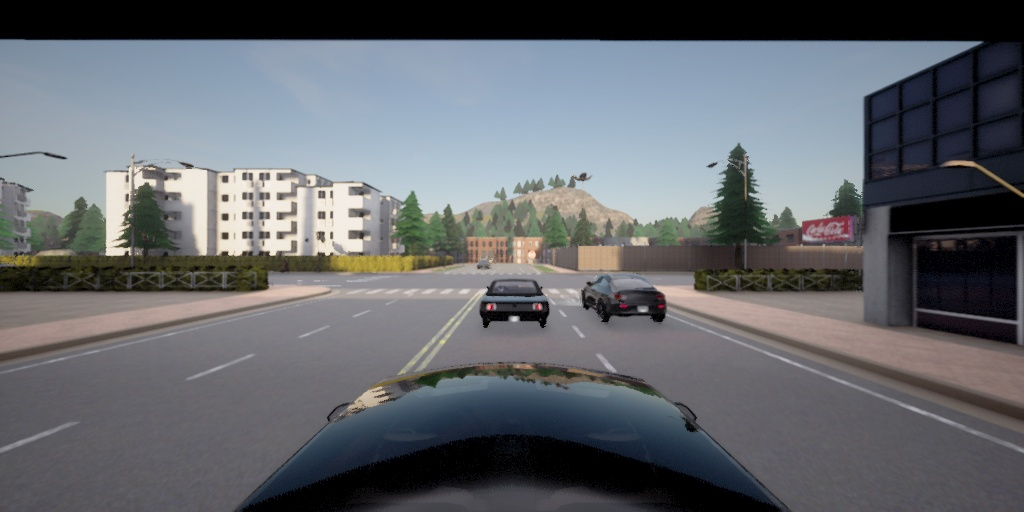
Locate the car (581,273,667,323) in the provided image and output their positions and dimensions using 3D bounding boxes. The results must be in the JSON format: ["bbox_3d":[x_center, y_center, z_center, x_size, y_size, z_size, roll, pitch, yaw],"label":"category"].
[{"bbox_3d":[3.588,1.286,12.081,1.812,1.442,4.674,0,0,0],"label":"car"}]

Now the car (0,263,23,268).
[{"bbox_3d":[-41.927,1.269,28.875,4.902,1.511,2.128,0,0,-1],"label":"car"}]

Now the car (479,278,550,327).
[{"bbox_3d":[0.079,1.361,11.601,1.895,1.301,4.718,0,0,0],"label":"car"}]

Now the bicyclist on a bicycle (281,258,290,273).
[{"bbox_3d":[-25.225,1.089,39.903,0.582,1.620,1.656,0,0,0],"label":"bicyclist on a bicycle"}]

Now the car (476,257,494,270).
[{"bbox_3d":[-4.146,1.290,53.128,1.837,1.490,4.892,0,0,0],"label":"car"}]
